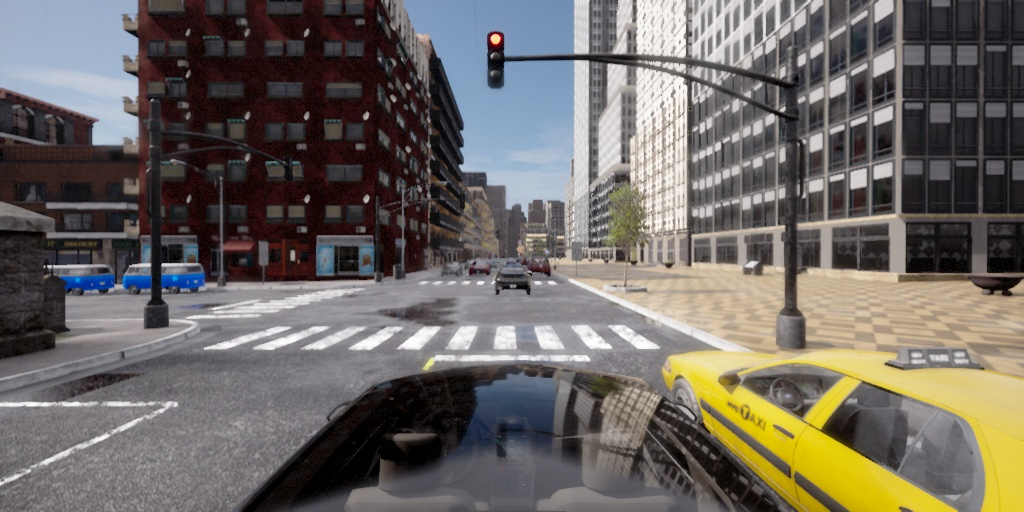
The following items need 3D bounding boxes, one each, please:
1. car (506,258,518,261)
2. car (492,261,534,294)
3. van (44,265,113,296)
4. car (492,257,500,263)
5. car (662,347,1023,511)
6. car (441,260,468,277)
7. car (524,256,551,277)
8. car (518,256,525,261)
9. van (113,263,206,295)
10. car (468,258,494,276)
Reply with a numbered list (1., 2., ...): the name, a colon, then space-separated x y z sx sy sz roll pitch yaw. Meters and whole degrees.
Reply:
1. car: -0.141 1.188 63.981 1.812 1.442 4.674 0 0 0
2. car: 0.050 1.233 20.101 1.837 1.490 4.892 0 0 0
3. van: -26.348 1.438 21.440 3.998 1.789 1.690 0 0 -1
4. car: -3.197 1.233 52.376 1.994 1.385 4.181 0 0 0
5. car: 2.689 1.274 2.554 1.751 1.417 4.829 0 0 0
6. car: -5.764 1.239 34.777 2.007 1.370 4.403 0 0 0
7. car: 2.616 1.003 34.796 2.192 1.841 5.009 0 0 0
8. car: 2.566 0.981 56.901 2.192 1.841 5.009 0 0 0
9. van: -20.810 1.348 21.503 3.998 1.789 1.690 0 0 -1
10. car: -3.174 1.165 35.855 1.882 1.535 5.008 0 0 0
